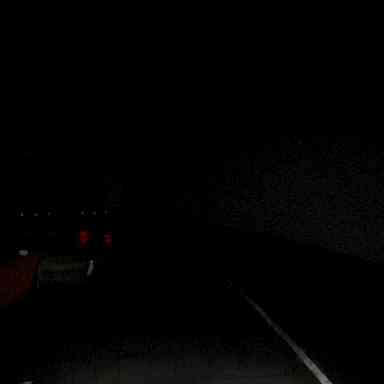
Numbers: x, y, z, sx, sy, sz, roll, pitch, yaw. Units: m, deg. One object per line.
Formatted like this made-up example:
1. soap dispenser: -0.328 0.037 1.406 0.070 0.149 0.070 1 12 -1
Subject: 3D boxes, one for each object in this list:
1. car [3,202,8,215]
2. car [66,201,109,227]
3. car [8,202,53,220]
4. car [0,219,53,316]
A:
1. car: -19.999 1.749 36.390 5.357 1.411 2.033 0 0 35
2. car: -7.552 1.444 23.797 2.097 1.767 4.553 0 0 -32
3. car: -11.036 1.467 22.782 2.097 1.767 4.553 0 0 -34
4. car: -4.134 1.517 5.748 1.882 1.535 5.008 0 0 -8
